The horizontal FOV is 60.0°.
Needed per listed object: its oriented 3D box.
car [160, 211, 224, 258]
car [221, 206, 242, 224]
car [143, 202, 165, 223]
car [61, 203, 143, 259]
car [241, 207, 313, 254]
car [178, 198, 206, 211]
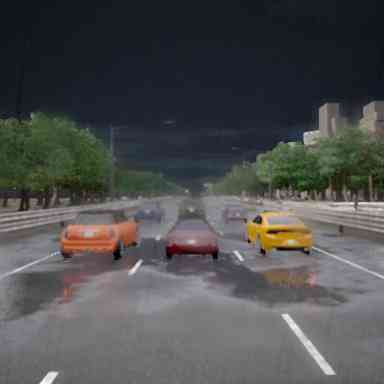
[{"bbox_3d":[0.015,1.703,13.496,1.994,1.385,4.181,0,0,0],"label":"car"},{"bbox_3d":[3.497,1.822,27.502,2.033,1.411,5.357,0,0,0],"label":"car"},{"bbox_3d":[-3.494,1.633,28.414,2.097,1.767,4.553,0,-1,0],"label":"car"},{"bbox_3d":[-3.484,1.489,13.417,2.097,1.767,4.553,0,-1,0],"label":"car"},{"bbox_3d":[3.520,1.624,14.231,1.882,1.535,5.008,0,0,0],"label":"car"},{"bbox_3d":[-0.003,1.499,27.570,2.150,2.045,5.566,0,0,0],"label":"car"}]
